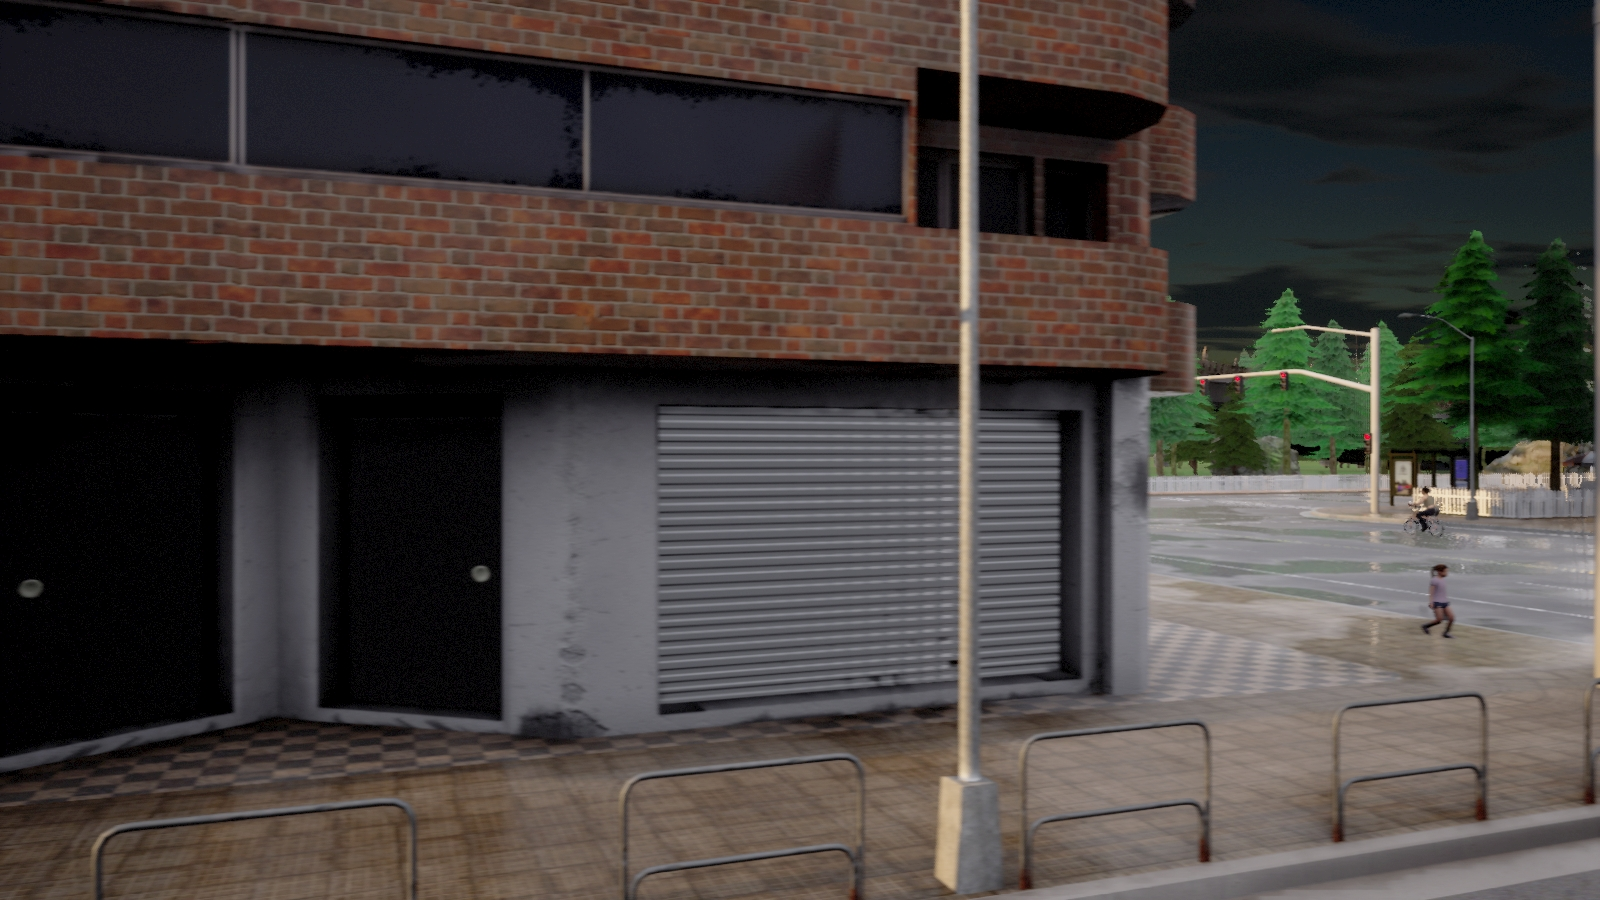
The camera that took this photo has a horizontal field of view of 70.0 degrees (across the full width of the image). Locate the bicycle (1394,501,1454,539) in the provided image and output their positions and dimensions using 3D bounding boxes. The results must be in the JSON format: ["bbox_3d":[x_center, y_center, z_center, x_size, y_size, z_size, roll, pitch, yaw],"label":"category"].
[{"bbox_3d":[20.008,2.230,36.679,0.859,1.126,1.487,0,0,-20],"label":"bicycle"}]

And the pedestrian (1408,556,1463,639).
[{"bbox_3d":[8.993,2.076,16.177,0.500,1.100,0.500,0,0,-30],"label":"pedestrian"}]
